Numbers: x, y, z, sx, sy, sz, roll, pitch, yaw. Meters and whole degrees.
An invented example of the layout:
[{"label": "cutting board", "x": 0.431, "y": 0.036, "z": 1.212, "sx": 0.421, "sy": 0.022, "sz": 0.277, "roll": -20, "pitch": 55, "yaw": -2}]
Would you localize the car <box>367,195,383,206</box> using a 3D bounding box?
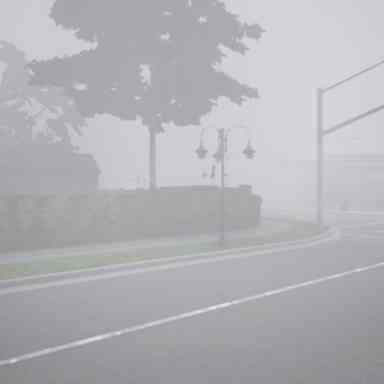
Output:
[{"label": "car", "x": 27.890, "y": 1.291, "z": 48.099, "sx": 2.242, "sy": 1.667, "sz": 4.611, "roll": 0, "pitch": 0, "yaw": -35}]
